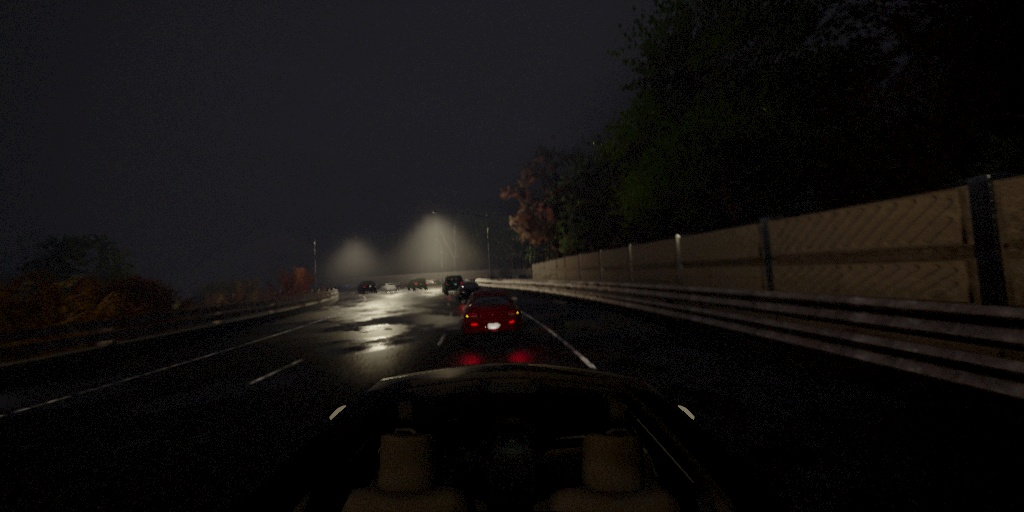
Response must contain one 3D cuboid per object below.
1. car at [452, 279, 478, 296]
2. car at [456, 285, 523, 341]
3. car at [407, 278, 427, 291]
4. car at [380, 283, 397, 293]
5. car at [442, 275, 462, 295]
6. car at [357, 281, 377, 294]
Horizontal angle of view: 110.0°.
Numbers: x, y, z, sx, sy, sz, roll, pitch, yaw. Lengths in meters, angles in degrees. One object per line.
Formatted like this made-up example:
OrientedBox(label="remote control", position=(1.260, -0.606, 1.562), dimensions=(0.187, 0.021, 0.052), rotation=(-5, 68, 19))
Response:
OrientedBox(label="car", position=(-3.325, 2.764, 27.722), dimensions=(1.812, 1.442, 4.674), rotation=(-3, -3, -13))
OrientedBox(label="car", position=(-0.745, 1.876, 12.199), dimensions=(1.812, 1.442, 4.674), rotation=(-3, -2, -6))
OrientedBox(label="car", position=(-15.357, 4.576, 57.766), dimensions=(2.150, 2.045, 5.566), rotation=(-2, -3, -30))
OrientedBox(label="car", position=(-20.443, 5.243, 59.339), dimensions=(1.812, 1.442, 4.674), rotation=(-1, -3, -32))
OrientedBox(label="car", position=(-6.813, 3.312, 41.438), dimensions=(2.150, 2.045, 5.566), rotation=(-3, -3, -15))
OrientedBox(label="car", position=(-23.134, 4.984, 57.128), dimensions=(2.150, 2.045, 5.566), rotation=(-1, -3, -32))
